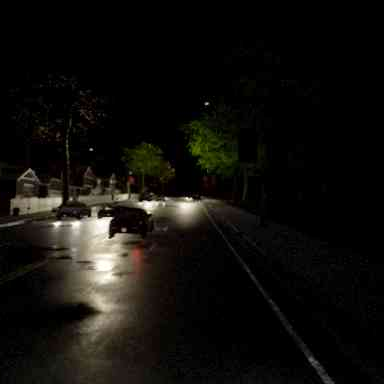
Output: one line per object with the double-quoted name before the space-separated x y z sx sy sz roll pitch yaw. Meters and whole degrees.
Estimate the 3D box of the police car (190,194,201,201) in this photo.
"police car" 1.114 1.328 81.008 1.930 1.638 5.238 0 0 0

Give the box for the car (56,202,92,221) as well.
"car" -9.854 1.565 28.123 1.812 1.442 4.674 0 0 0

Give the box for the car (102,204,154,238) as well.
"car" -3.153 1.567 17.707 1.812 1.442 4.674 0 0 0

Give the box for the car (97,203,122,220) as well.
"car" -6.603 1.603 28.238 1.994 1.385 4.181 0 0 0

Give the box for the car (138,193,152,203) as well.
"car" -9.771 1.130 69.603 2.150 2.045 5.566 0 0 0

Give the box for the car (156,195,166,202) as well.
"car" -6.521 1.429 69.634 1.812 1.442 4.674 0 0 0
